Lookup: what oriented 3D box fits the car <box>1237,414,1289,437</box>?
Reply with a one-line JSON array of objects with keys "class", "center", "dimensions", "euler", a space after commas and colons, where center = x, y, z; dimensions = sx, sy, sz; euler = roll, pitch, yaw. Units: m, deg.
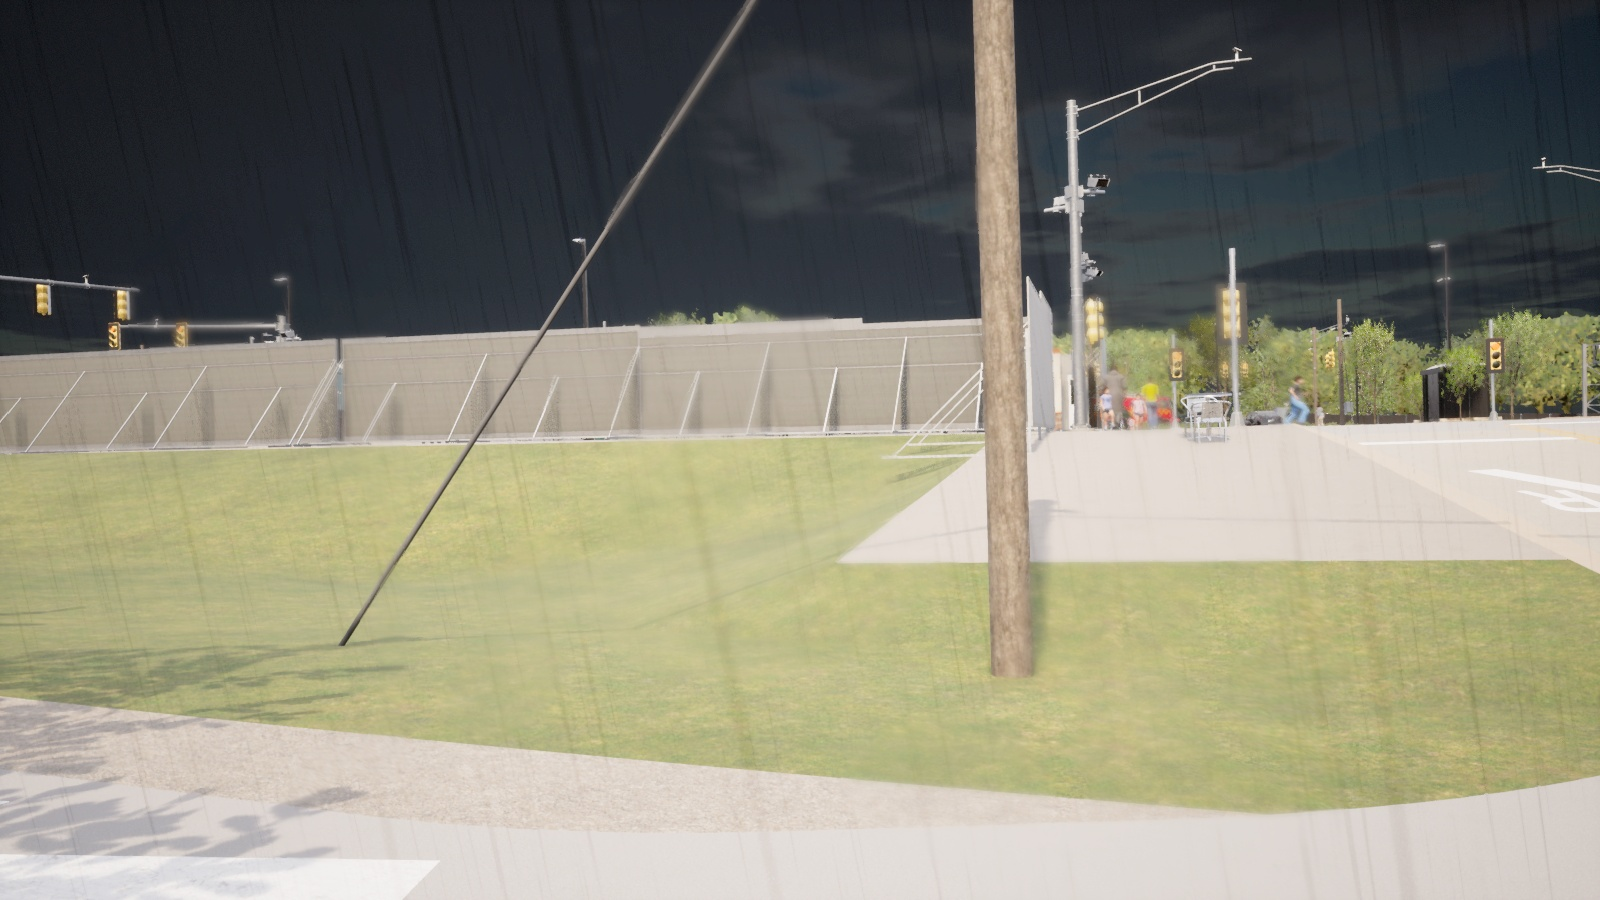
[{"class": "car", "center": [31.367, -1.673, 85.203], "dimensions": [2.163, 1.488, 4.792], "euler": [-1, 1, 7]}]

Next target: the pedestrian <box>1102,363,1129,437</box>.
[{"class": "pedestrian", "center": [8.606, -1.349, 34.246], "dimensions": [0.659, 1.952, 0.873], "euler": [-1, 0, 16]}]

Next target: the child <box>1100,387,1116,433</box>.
[{"class": "child", "center": [7.569, -0.971, 30.872], "dimensions": [0.255, 1.110, 0.394], "euler": [-1, 0, -6]}]

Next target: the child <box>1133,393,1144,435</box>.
[{"class": "child", "center": [9.234, -0.977, 34.222], "dimensions": [0.255, 1.110, 0.394], "euler": [-1, 0, 18]}]

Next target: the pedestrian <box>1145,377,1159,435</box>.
[{"class": "pedestrian", "center": [11.268, -1.398, 40.232], "dimensions": [0.354, 1.836, 0.706], "euler": [-1, 0, 18]}]

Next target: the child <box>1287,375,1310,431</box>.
[{"class": "child", "center": [11.432, -1.071, 28.799], "dimensions": [0.437, 1.263, 0.270], "euler": [-1, 0, 11]}]
